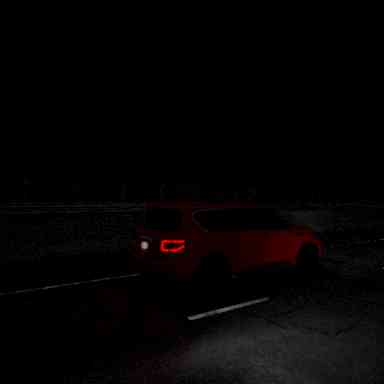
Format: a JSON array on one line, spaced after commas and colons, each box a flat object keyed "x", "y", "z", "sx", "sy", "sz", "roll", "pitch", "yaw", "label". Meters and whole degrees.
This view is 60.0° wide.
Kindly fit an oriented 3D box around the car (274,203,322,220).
[{"x": 10.532, "y": 1.872, "z": 33.001, "sx": 5.008, "sy": 1.535, "sz": 1.882, "roll": 1, "pitch": -1, "yaw": -35, "label": "car"}]

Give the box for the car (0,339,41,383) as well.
[{"x": -3.271, "y": 1.475, "z": 1.413, "sx": 4.902, "sy": 1.511, "sz": 2.128, "roll": 1, "pitch": 0, "yaw": -36, "label": "car"}]

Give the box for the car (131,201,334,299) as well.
[{"x": 1.134, "y": 1.284, "z": 8.858, "sx": 5.566, "sy": 2.045, "sz": 2.150, "roll": 1, "pitch": 0, "yaw": -36, "label": "car"}]

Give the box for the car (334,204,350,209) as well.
[{"x": 12.787, "y": 1.904, "z": 30.310, "sx": 4.892, "sy": 1.490, "sz": 1.837, "roll": 1, "pitch": -1, "yaw": -35, "label": "car"}]

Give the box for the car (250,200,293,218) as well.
[{"x": 8.636, "y": 1.749, "z": 35.945, "sx": 4.553, "sy": 1.767, "sz": 2.097, "roll": 1, "pitch": -1, "yaw": -35, "label": "car"}]
